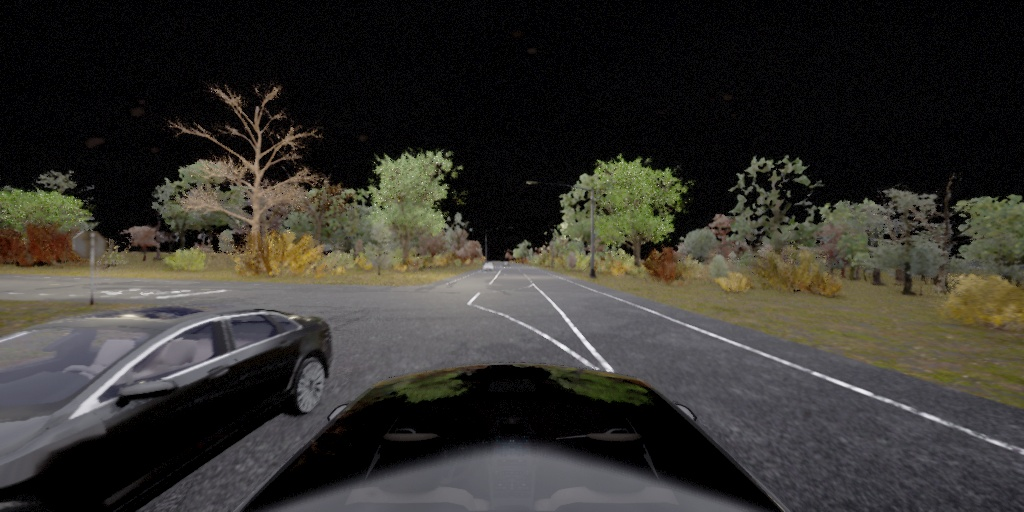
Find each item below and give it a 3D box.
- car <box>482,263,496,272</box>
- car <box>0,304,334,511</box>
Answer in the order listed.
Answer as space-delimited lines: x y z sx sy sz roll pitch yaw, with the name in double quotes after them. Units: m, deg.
-3.735 1.834 57.619 1.812 1.442 4.674 0 -1 -1 "car"
-3.498 1.274 3.251 2.128 1.511 4.902 0 -1 0 "car"
